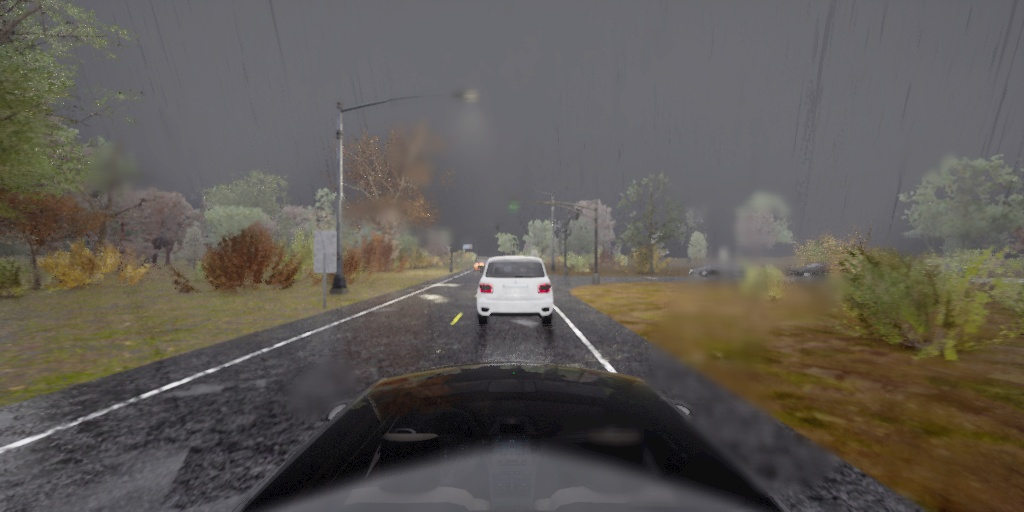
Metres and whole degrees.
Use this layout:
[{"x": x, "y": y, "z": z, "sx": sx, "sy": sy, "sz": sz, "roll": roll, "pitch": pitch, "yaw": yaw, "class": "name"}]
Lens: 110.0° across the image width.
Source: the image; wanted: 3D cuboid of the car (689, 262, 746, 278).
[{"x": 19.424, "y": 1.325, "z": 34.045, "sx": 4.902, "sy": 1.511, "sz": 2.128, "roll": 0, "pitch": 0, "yaw": 1, "class": "car"}]

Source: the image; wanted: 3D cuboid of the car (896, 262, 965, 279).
[{"x": 38.857, "y": 1.337, "z": 33.357, "sx": 4.902, "sy": 1.511, "sz": 2.128, "roll": 0, "pitch": 0, "yaw": 3, "class": "car"}]

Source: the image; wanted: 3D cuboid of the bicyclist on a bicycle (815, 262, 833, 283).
[{"x": 24.062, "y": 1.279, "z": 27.658, "sx": 0.582, "sy": 1.620, "sz": 1.656, "roll": 0, "pitch": 0, "yaw": 1, "class": "bicyclist on a bicycle"}]

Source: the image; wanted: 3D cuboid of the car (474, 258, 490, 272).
[{"x": -4.125, "y": 1.210, "z": 50.038, "sx": 2.097, "sy": 1.767, "sz": 4.553, "roll": 0, "pitch": 0, "yaw": -2, "class": "car"}]

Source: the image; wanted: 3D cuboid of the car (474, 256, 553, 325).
[{"x": 0.066, "y": 0.998, "z": 12.048, "sx": 2.150, "sy": 2.045, "sz": 5.566, "roll": 0, "pitch": 0, "yaw": 0, "class": "car"}]

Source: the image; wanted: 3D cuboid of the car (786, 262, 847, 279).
[{"x": 28.786, "y": 1.317, "z": 33.828, "sx": 5.008, "sy": 1.535, "sz": 1.882, "roll": 0, "pitch": 0, "yaw": 2, "class": "car"}]
